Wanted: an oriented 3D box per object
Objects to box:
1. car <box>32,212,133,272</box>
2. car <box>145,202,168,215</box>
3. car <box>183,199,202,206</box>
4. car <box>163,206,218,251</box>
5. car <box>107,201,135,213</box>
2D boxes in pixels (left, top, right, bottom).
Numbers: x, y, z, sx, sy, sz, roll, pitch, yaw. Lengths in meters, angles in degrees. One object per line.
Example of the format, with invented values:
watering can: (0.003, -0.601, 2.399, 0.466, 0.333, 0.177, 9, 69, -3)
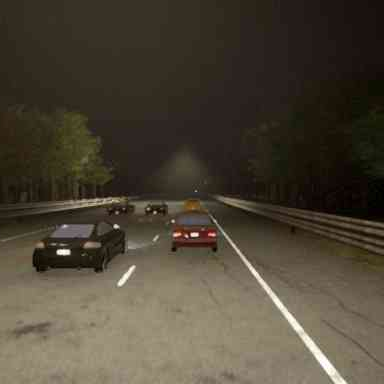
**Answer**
car: (-3.412, 1.566, 10.848, 1.994, 1.385, 4.181, 0, 0, 0)
car: (-3.408, 1.590, 32.949, 1.895, 1.301, 4.718, 0, 0, 0)
car: (0.092, 1.463, 36.043, 1.882, 1.535, 5.008, 0, 0, 0)
car: (0.095, 1.547, 14.159, 2.033, 1.411, 5.357, 0, 0, 0)
car: (-6.908, 1.590, 32.958, 1.895, 1.301, 4.718, 0, 0, 0)
